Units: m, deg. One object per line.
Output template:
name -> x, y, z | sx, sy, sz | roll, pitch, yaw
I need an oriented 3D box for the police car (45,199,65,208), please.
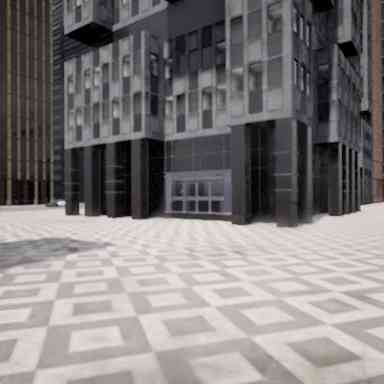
police car -> -25.131, 2.122, 62.782 | 2.038, 1.542, 4.974 | -1, 0, 36
